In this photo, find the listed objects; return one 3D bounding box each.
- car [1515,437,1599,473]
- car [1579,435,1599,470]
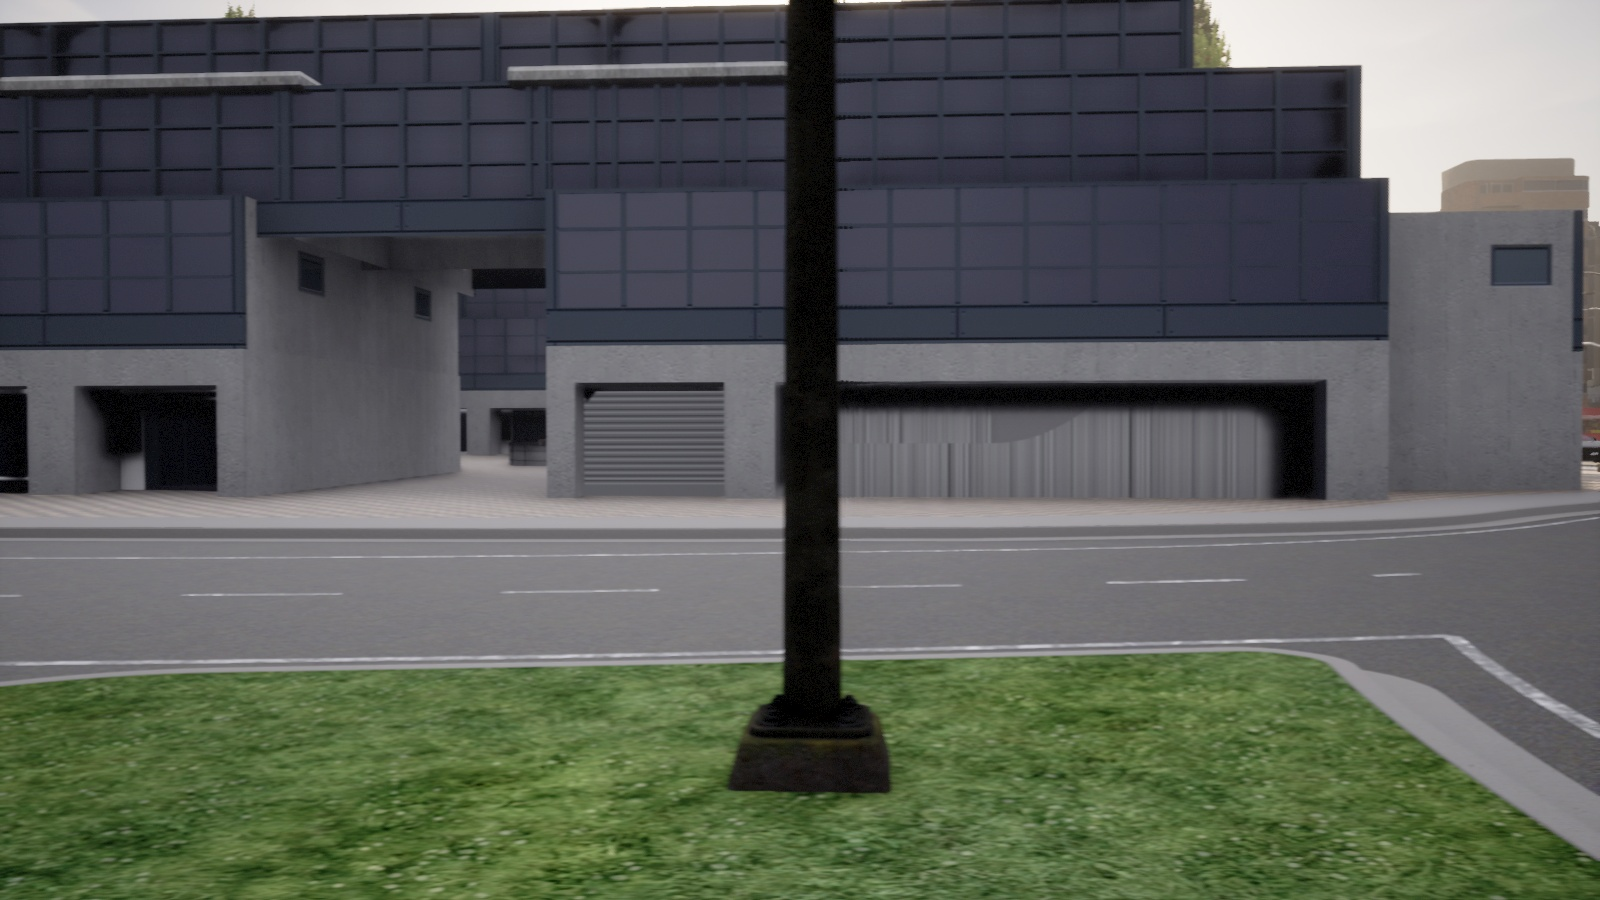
[{"bbox_3d":[31.600,0.176,51.792,1.994,1.385,4.181,0,1,4],"label":"car"},{"bbox_3d":[35.207,0.118,53.322,1.816,1.474,4.193,0,1,4],"label":"car"}]
